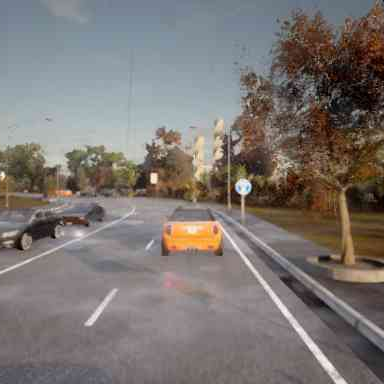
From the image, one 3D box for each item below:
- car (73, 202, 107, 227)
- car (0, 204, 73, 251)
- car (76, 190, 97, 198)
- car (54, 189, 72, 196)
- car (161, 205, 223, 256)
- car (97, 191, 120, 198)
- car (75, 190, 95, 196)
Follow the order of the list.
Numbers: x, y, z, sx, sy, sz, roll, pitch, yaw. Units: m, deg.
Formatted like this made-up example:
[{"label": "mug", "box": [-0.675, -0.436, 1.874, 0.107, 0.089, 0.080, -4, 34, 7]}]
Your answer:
[{"label": "car", "box": [-7.062, 1.385, 21.828, 2.033, 1.411, 5.357, 0, 1, 0]}, {"label": "car", "box": [-7.008, 1.426, 13.818, 2.128, 1.511, 4.902, 0, 0, 0]}, {"label": "car", "box": [-21.946, 0.250, 70.349, 4.553, 1.767, 2.097, 2, 1, 43]}, {"label": "car", "box": [-29.828, 0.028, 76.830, 4.553, 1.767, 2.097, 1, 1, 33]}, {"label": "car", "box": [0.006, 1.300, 13.136, 2.097, 1.767, 4.553, 0, 1, 0]}, {"label": "car", "box": [-17.315, 0.483, 70.644, 4.902, 1.511, 2.128, 2, 1, 43]}, {"label": "car", "box": [-25.019, 0.290, 77.709, 4.718, 1.301, 1.895, 1, 1, 33]}]
